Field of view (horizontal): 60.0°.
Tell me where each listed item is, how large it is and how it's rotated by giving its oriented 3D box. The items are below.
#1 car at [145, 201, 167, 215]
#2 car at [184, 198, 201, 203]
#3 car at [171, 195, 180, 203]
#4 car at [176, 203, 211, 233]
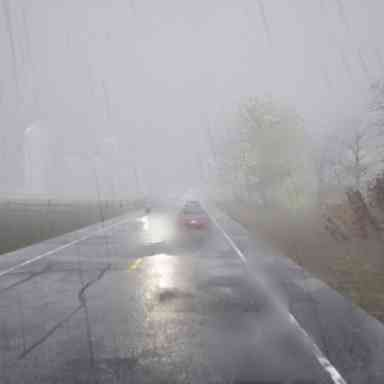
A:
[{"bbox_3d":[-3.594,1.590,33.519,1.895,1.301,4.718,0,0,0],"label":"car"},{"bbox_3d":[0.102,1.479,41.572,2.128,1.511,4.902,0,0,0],"label":"car"},{"bbox_3d":[-3.494,1.431,70.777,1.882,1.535,5.008,0,0,0],"label":"car"},{"bbox_3d":[0.096,1.557,19.729,1.994,1.385,4.181,0,0,0],"label":"car"}]
